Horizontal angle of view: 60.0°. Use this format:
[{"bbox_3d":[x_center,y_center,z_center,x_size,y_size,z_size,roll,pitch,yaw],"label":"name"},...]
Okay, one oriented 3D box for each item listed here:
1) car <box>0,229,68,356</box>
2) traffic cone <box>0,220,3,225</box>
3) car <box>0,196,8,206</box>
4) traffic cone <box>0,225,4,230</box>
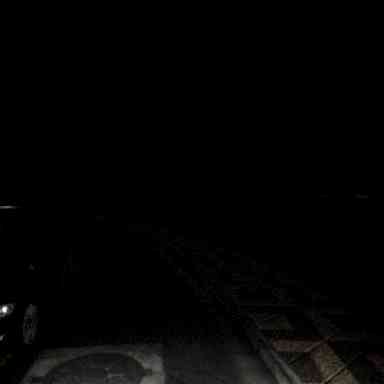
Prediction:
[{"bbox_3d":[-3.530,1.506,6.114,2.128,1.511,4.902,0,0,-12],"label":"car"},{"bbox_3d":[-11.192,1.955,19.544,0.340,0.580,0.340,1,0,-33],"label":"traffic cone"},{"bbox_3d":[-28.475,1.309,48.949,1.837,1.490,4.892,1,0,-39],"label":"car"},{"bbox_3d":[-8.805,1.964,15.476,0.340,0.580,0.340,0,0,-27],"label":"traffic cone"}]
